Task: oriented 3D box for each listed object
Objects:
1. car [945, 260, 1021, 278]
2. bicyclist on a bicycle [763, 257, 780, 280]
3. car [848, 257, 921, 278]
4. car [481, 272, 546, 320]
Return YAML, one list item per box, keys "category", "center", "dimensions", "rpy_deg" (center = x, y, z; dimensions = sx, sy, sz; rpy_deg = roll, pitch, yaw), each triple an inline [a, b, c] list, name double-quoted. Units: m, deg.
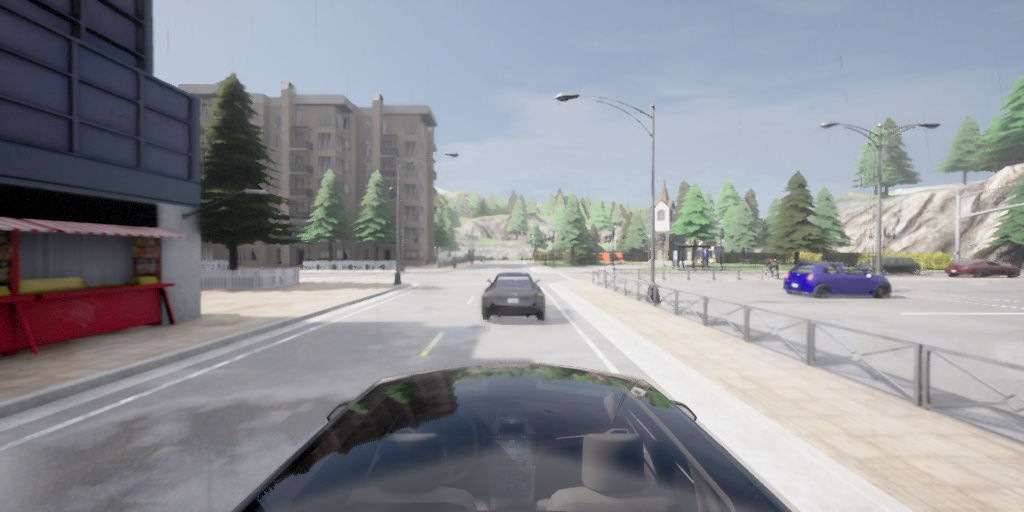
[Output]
- category: "car"
  center: [38.643, 1.068, 29.524]
  dimensions: [4.674, 1.442, 1.812]
  rpy_deg: [0, 0, 0]
- category: "bicyclist on a bicycle"
  center: [18.384, 0.875, 25.439]
  dimensions: [0.582, 1.620, 1.656]
  rpy_deg: [0, 0, -1]
- category: "car"
  center: [34.515, 0.865, 33.060]
  dimensions: [4.553, 1.767, 2.097]
  rpy_deg: [0, 0, 0]
- category: "car"
  center: [0.053, 1.229, 12.209]
  dimensions: [1.994, 1.385, 4.181]
  rpy_deg: [0, 0, 0]
